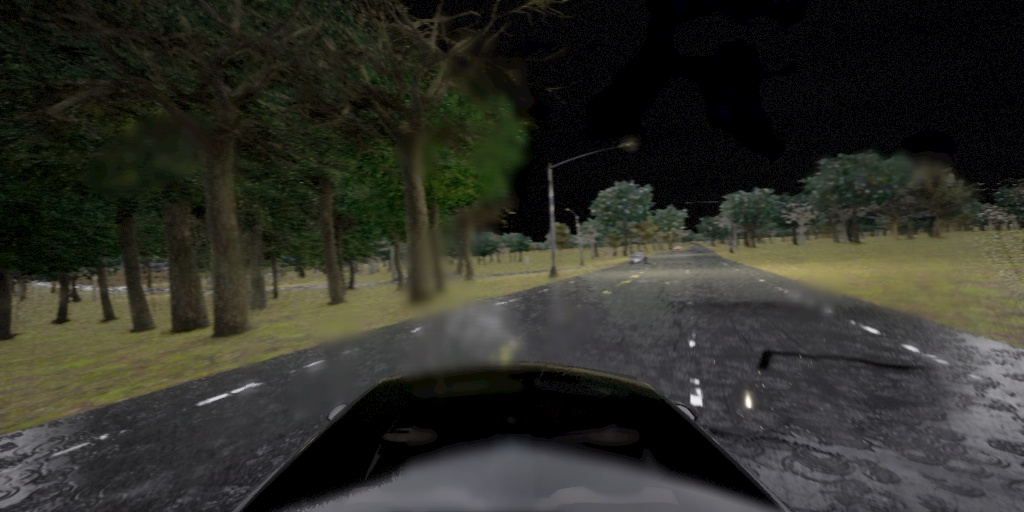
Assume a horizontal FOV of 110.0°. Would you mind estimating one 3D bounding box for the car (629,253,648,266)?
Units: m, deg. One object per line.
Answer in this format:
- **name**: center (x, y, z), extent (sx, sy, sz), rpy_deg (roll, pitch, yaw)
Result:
- **car**: center (15.643, 0.330, 44.295), extent (2.128, 1.511, 4.902), rpy_deg (-3, 0, 26)
